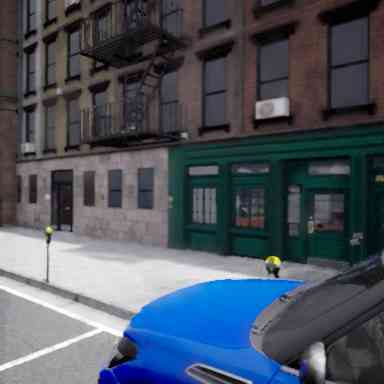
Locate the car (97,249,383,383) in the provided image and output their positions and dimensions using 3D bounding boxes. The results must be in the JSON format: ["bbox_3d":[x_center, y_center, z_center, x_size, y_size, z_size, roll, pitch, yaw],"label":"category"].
[{"bbox_3d":[1.860,1.248,1.827,5.566,2.045,2.150,0,0,38],"label":"car"}]
